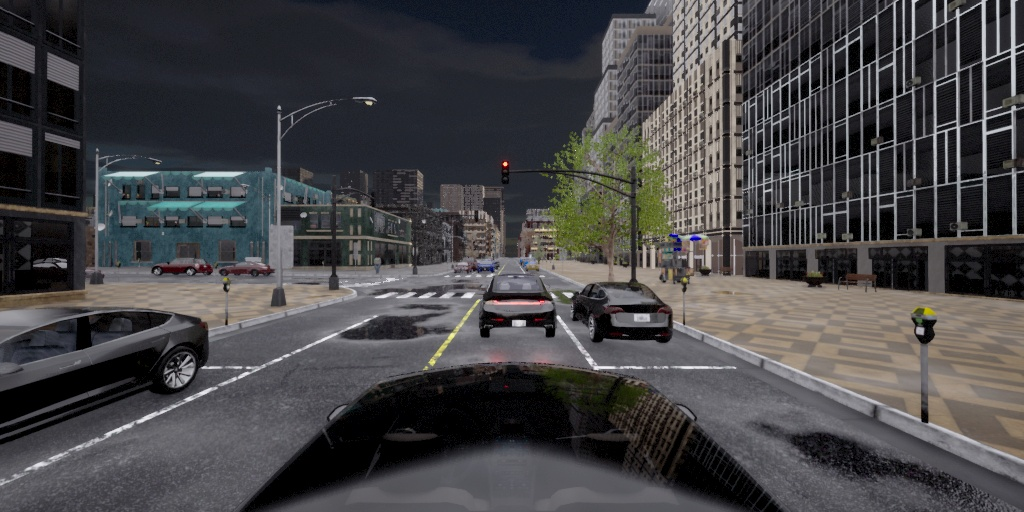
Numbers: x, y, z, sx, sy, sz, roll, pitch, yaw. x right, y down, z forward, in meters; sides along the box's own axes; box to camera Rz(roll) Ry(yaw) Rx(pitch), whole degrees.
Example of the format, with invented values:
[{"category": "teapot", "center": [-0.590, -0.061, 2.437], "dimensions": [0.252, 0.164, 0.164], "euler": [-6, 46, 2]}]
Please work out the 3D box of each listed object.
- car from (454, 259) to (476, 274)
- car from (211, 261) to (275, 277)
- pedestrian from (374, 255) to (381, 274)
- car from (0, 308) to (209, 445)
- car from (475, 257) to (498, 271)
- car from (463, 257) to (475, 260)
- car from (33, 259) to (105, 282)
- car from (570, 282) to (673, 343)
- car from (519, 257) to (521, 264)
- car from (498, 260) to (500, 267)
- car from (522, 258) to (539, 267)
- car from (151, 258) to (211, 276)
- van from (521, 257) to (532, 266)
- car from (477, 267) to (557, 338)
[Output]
[{"category": "car", "center": [-5.692, 1.334, 41.987], "dimensions": [1.802, 1.307, 4.207], "euler": [0, 0, 0]}, {"category": "car", "center": [-22.823, 1.090, 30.900], "dimensions": [4.207, 1.307, 1.802], "euler": [0, 0, -1]}, {"category": "pedestrian", "center": [-12.751, 0.789, 33.992], "dimensions": [0.375, 1.860, 0.375], "euler": [0, -1, -1]}, {"category": "car", "center": [-5.689, 1.316, 3.972], "dimensions": [1.948, 1.339, 4.313], "euler": [0, 0, 0]}, {"category": "car", "center": [-3.103, 1.230, 43.661], "dimensions": [1.882, 1.535, 5.008], "euler": [0, 0, 0]}, {"category": "car", "center": [-5.692, 1.068, 47.538], "dimensions": [2.192, 1.841, 5.009], "euler": [0, 0, 0]}, {"category": "car", "center": [-28.251, 0.980, 22.442], "dimensions": [4.207, 1.307, 1.802], "euler": [0, 0, -1]}, {"category": "car", "center": [2.691, 1.316, 9.512], "dimensions": [1.948, 1.339, 4.313], "euler": [0, 0, 0]}, {"category": "car", "center": [2.687, 1.305, 64.194], "dimensions": [2.007, 1.370, 4.403], "euler": [0, 0, 0]}, {"category": "car", "center": [-3.082, 1.318, 53.512], "dimensions": [1.994, 1.385, 4.181], "euler": [0, 0, 1]}, {"category": "car", "center": [2.688, 1.278, 47.711], "dimensions": [1.751, 1.417, 4.829], "euler": [0, 0, 0]}, {"category": "car", "center": [-28.370, 0.879, 30.822], "dimensions": [4.097, 1.591, 1.967], "euler": [0, 0, -1]}, {"category": "van", "center": [2.688, 1.094, 53.093], "dimensions": [1.690, 1.789, 3.998], "euler": [0, 0, 0]}, {"category": "car", "center": [0.110, 1.242, 10.182], "dimensions": [2.128, 1.511, 4.902], "euler": [0, 0, -1]}]
